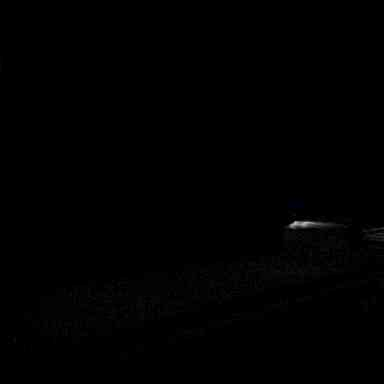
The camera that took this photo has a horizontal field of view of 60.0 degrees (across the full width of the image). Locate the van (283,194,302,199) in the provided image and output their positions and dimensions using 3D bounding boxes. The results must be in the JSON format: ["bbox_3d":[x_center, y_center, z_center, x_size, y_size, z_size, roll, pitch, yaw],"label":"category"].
[{"bbox_3d":[8.211,1.019,30.720,1.690,1.788,3.998,0,1,-35],"label":"van"}]

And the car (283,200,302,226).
[{"bbox_3d":[4.401,1.363,21.302,1.887,1.381,4.507,0,1,-35],"label":"car"}]

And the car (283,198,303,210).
[{"bbox_3d":[5.832,1.344,24.222,1.994,1.385,4.181,-1,1,-35],"label":"car"}]
